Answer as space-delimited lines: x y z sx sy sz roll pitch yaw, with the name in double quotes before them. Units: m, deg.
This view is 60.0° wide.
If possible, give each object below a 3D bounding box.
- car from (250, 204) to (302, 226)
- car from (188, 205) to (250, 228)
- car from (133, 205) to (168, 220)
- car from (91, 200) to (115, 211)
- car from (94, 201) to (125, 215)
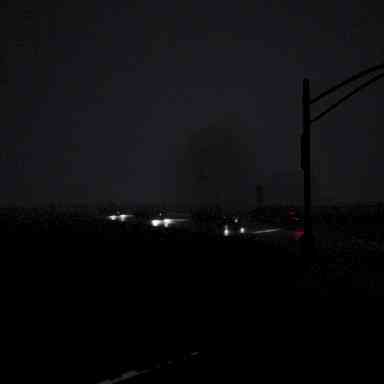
"car" 6.022 1.682 25.358 1.837 1.490 4.892 -1 0 -36
"car" 1.642 1.771 25.114 2.128 1.511 4.902 -1 0 -36
"car" -4.189 1.981 33.230 1.994 1.385 4.181 -1 0 -37
"car" -14.399 2.153 53.806 2.128 1.511 4.902 -1 0 -35
"car" -10.337 2.110 41.829 2.033 1.411 5.357 -1 0 -35
